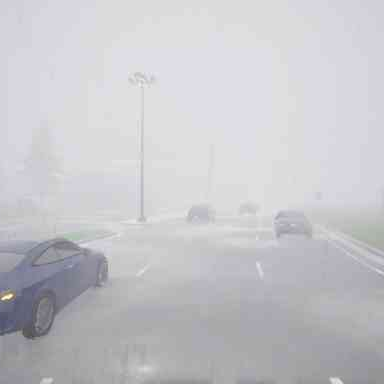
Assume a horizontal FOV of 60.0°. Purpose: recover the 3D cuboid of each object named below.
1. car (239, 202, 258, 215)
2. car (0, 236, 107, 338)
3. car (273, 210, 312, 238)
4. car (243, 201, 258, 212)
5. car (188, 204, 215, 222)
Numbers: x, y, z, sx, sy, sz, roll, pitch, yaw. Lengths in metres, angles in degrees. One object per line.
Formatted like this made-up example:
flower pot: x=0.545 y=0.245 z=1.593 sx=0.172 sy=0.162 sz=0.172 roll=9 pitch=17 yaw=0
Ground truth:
car: x=6.590 y=1.937 z=39.249 sx=1.837 sy=1.490 sz=4.892 roll=0 pitch=-1 yaw=13
car: x=-3.171 y=1.601 z=6.651 sx=1.812 sy=1.442 sz=4.674 roll=0 pitch=-1 yaw=3
car: x=5.715 y=1.759 z=19.169 sx=2.033 sy=1.411 sz=5.357 roll=0 pitch=-1 yaw=12
car: x=8.714 y=2.104 z=49.147 sx=1.994 sy=1.385 sz=4.181 roll=0 pitch=-1 yaw=13
car: x=0.909 y=1.834 z=29.861 sx=1.837 sy=1.490 sz=4.892 roll=0 pitch=-1 yaw=12
